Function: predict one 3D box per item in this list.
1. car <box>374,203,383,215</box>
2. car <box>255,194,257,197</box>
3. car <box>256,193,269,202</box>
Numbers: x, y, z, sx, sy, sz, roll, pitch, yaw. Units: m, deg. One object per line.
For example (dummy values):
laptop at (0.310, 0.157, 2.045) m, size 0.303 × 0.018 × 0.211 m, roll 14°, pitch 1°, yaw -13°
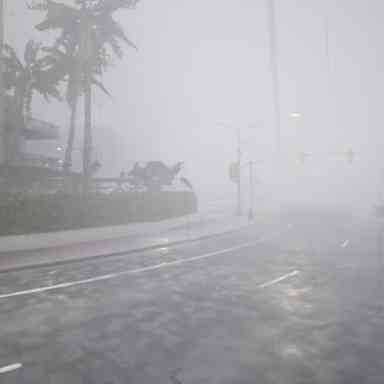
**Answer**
car at (17.289, 1.487, 28.521) m, size 1.895 × 1.301 × 4.718 m, roll -1°, pitch 0°, yaw 12°
car at (16.642, 1.306, 78.349) m, size 2.185 × 1.767 × 4.553 m, roll -1°, pitch 0°, yaw 10°
car at (15.571, 1.434, 72.012) m, size 2.097 × 1.535 × 5.008 m, roll -1°, pitch 0°, yaw 10°
